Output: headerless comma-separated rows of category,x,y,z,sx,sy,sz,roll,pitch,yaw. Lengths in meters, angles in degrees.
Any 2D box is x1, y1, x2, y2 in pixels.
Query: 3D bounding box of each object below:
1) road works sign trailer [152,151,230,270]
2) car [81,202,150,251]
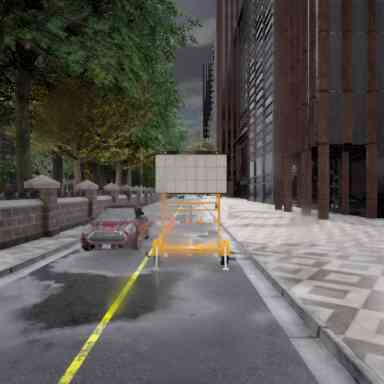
road works sign trailer,-0.028,0.464,11.004,2.380,3.560,2.880,0,0,0
car,-3.037,1.350,14.047,2.097,1.767,4.553,0,0,0
